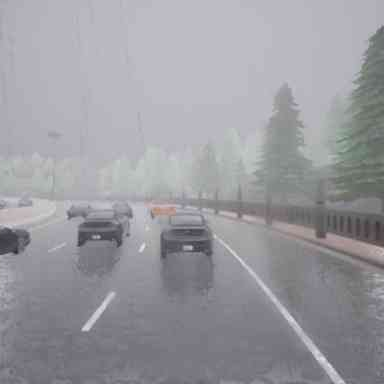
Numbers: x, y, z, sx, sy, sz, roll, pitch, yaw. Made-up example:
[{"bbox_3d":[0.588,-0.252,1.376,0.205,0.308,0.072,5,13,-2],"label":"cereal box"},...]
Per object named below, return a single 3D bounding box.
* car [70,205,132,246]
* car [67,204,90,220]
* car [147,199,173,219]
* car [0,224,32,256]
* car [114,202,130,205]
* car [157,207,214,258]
[{"bbox_3d":[-4.001,1.548,15.562,1.837,1.490,4.892,0,0,-5],"label":"car"},{"bbox_3d":[-9.763,1.683,29.460,1.895,1.301,4.718,0,0,-13],"label":"car"},{"bbox_3d":[-2.946,1.438,30.744,2.097,1.767,4.553,0,0,-13],"label":"car"},{"bbox_3d":[-7.099,1.577,10.558,2.033,1.411,5.357,0,0,-3],"label":"car"},{"bbox_3d":[-6.747,1.652,31.574,1.994,1.385,4.181,0,0,-14],"label":"car"},{"bbox_3d":[-0.281,1.542,13.035,1.837,1.490,4.892,0,0,-4],"label":"car"}]
